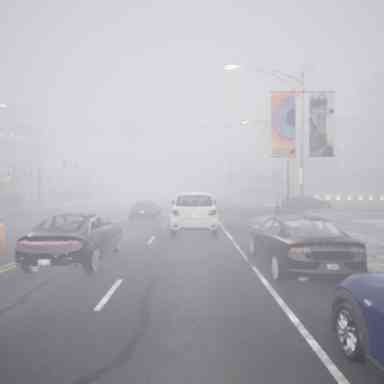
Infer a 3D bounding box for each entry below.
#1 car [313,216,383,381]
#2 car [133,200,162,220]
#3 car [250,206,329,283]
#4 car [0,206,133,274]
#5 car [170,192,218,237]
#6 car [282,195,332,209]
[{"bbox_3d":[3.040,1.318,2.929,2.185,1.767,4.553,0,1,0],"label":"car"},{"bbox_3d":[-3.400,1.273,24.677,1.994,1.385,4.181,0,1,0],"label":"car"},{"bbox_3d":[2.900,1.368,9.355,2.097,1.535,5.008,0,1,0],"label":"car"},{"bbox_3d":[-3.400,1.372,10.069,2.128,1.511,4.902,0,1,0],"label":"car"},{"bbox_3d":[0.102,1.023,16.744,2.150,2.045,5.566,0,1,0],"label":"car"},{"bbox_3d":[11.289,1.119,32.624,4.892,1.490,1.837,0,-1,-10],"label":"car"}]
